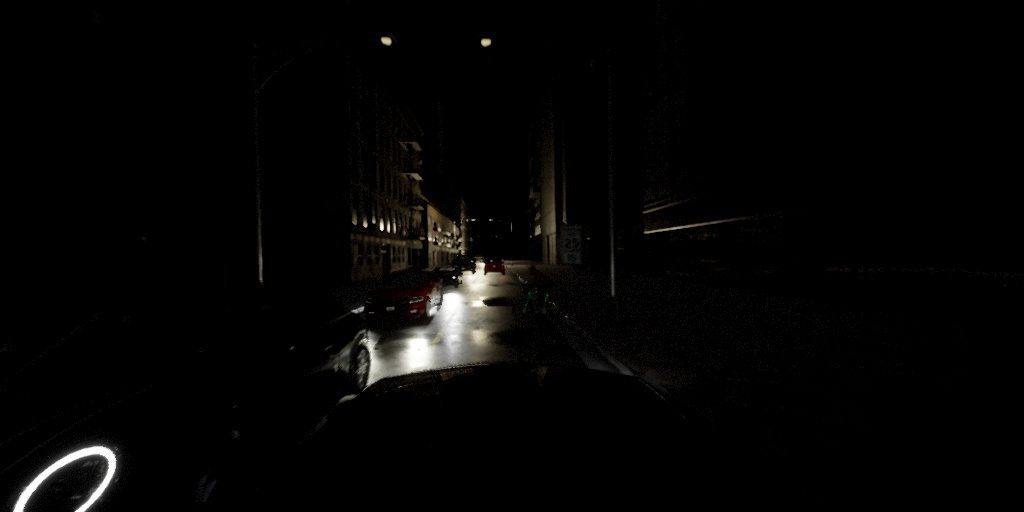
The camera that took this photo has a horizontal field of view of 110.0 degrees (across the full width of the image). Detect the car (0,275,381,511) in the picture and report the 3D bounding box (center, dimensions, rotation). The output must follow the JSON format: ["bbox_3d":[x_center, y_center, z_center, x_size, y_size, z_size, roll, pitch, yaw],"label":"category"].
[{"bbox_3d":[-3.103,1.148,3.569,2.097,1.767,4.553,-1,0,-4],"label":"car"}]

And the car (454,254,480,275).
[{"bbox_3d":[-5.006,0.907,38.788,2.150,2.045,5.566,-1,0,-3],"label":"car"}]

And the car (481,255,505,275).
[{"bbox_3d":[-1.835,0.989,37.059,2.097,1.767,4.553,-1,0,-3],"label":"car"}]

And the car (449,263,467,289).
[{"bbox_3d":[-4.203,1.333,22.938,1.895,1.301,4.718,-1,0,-3],"label":"car"}]

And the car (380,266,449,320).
[{"bbox_3d":[-3.646,1.242,12.855,1.882,1.535,5.008,-1,0,-3],"label":"car"}]

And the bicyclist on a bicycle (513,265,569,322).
[{"bbox_3d":[0.803,1.084,10.407,1.656,1.620,0.582,-5,0,-3],"label":"bicyclist on a bicycle"}]
